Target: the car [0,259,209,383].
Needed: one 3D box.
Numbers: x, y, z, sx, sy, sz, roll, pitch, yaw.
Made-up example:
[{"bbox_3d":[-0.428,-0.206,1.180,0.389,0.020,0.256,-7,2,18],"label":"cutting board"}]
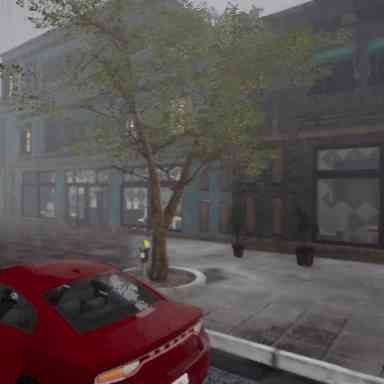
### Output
[{"bbox_3d":[-1.924,1.559,4.236,4.507,1.381,1.887,0,1,36],"label":"car"}]
